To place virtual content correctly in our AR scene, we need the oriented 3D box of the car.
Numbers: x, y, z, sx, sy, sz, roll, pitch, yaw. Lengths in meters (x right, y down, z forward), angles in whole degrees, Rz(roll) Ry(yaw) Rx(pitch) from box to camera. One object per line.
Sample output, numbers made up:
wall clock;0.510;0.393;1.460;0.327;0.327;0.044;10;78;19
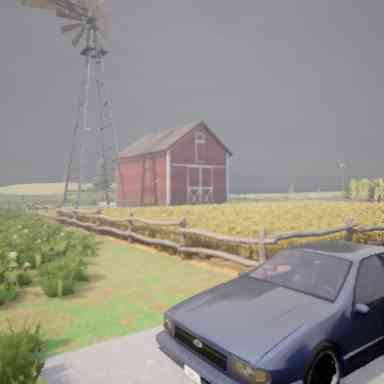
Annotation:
car;2.171;1.515;5.048;5.357;1.411;2.033;0;0;-35
